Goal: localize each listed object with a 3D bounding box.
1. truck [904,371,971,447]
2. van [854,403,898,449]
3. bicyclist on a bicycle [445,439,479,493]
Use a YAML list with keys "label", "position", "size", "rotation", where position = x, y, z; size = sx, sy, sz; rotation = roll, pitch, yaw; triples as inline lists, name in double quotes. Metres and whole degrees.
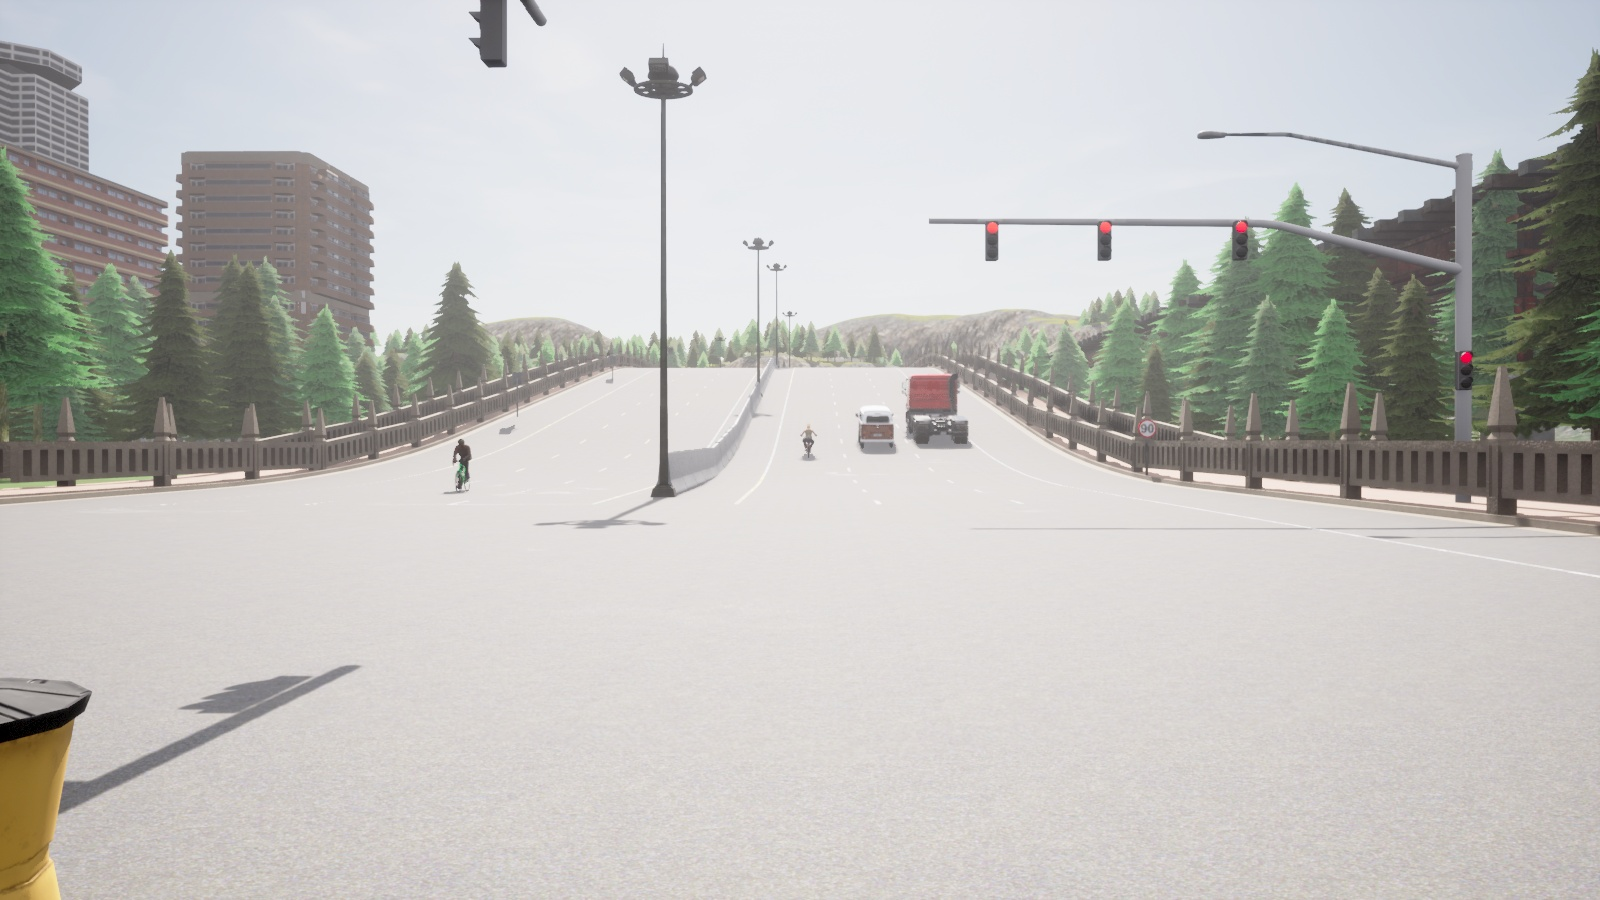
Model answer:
- label: "truck"
  position: [7.519, -2.404, 69.524]
  size: [2.891, 3.462, 7.936]
  rotation: [0, 7, 1]
- label: "van"
  position: [3.983, -1.309, 66.420]
  size: [2.069, 2.038, 4.480]
  rotation: [0, 7, 1]
- label: "bicyclist on a bicycle"
  position: [-10.265, 0.468, 38.181]
  size: [0.582, 1.620, 1.656]
  rotation: [0, 1, 0]
